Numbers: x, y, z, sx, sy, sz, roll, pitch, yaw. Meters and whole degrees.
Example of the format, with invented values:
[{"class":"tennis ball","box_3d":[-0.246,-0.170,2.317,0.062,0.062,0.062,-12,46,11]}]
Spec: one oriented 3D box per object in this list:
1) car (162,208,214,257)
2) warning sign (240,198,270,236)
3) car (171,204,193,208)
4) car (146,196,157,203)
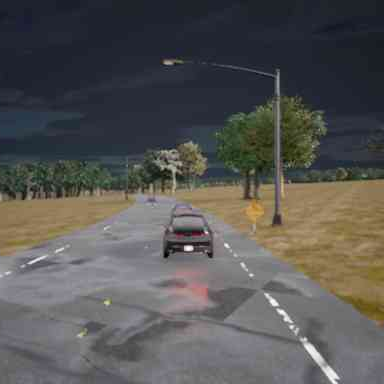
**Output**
[{"class":"car","box_3d":[-0.170,1.636,13.575,1.837,1.490,4.892,0,0,-1]},{"class":"warning sign","box_3d":[3.266,1.266,17.344,1.300,1.860,1.060,1,0,-2]},{"class":"car","box_3d":[-0.816,1.741,28.543,1.994,1.385,4.181,0,0,-3]},{"class":"car","box_3d":[-7.842,1.450,64.682,2.033,1.411,5.357,0,1,-7]}]
